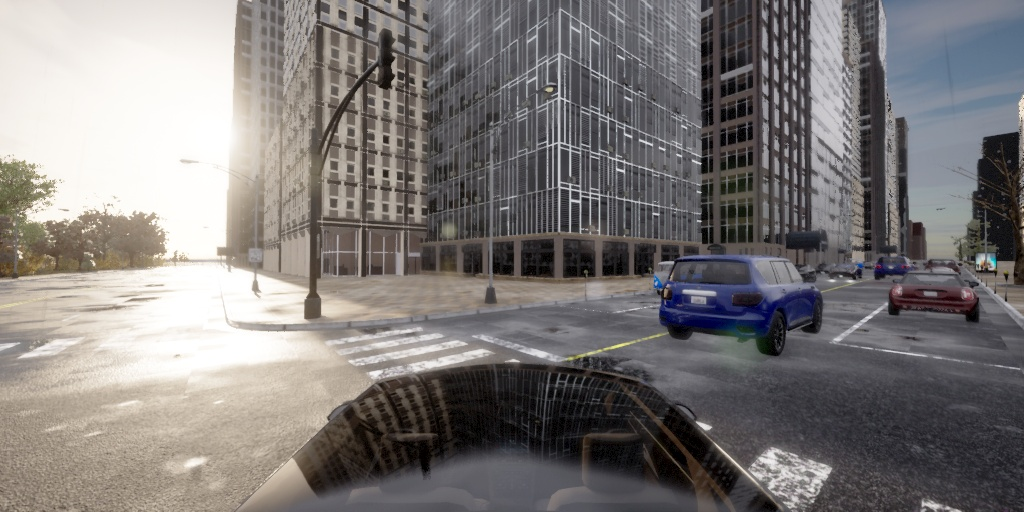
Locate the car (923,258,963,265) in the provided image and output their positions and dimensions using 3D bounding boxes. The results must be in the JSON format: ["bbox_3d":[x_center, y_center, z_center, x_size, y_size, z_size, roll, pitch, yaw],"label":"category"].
[{"bbox_3d":[36.516,1.145,30.431,5.009,1.841,2.192,0,0,-39],"label":"car"}]

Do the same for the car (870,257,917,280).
[{"bbox_3d":[33.514,1.067,31.369,5.566,2.045,2.150,0,0,-38],"label":"car"}]

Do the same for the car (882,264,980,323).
[{"bbox_3d":[14.534,1.211,12.382,4.097,1.591,1.967,0,0,-39],"label":"car"}]

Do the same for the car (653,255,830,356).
[{"bbox_3d":[5.867,0.995,8.963,5.566,2.045,2.150,0,0,-39],"label":"car"}]

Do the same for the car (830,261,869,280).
[{"bbox_3d":[31.252,1.413,33.490,5.357,1.411,2.033,0,-1,-39],"label":"car"}]
